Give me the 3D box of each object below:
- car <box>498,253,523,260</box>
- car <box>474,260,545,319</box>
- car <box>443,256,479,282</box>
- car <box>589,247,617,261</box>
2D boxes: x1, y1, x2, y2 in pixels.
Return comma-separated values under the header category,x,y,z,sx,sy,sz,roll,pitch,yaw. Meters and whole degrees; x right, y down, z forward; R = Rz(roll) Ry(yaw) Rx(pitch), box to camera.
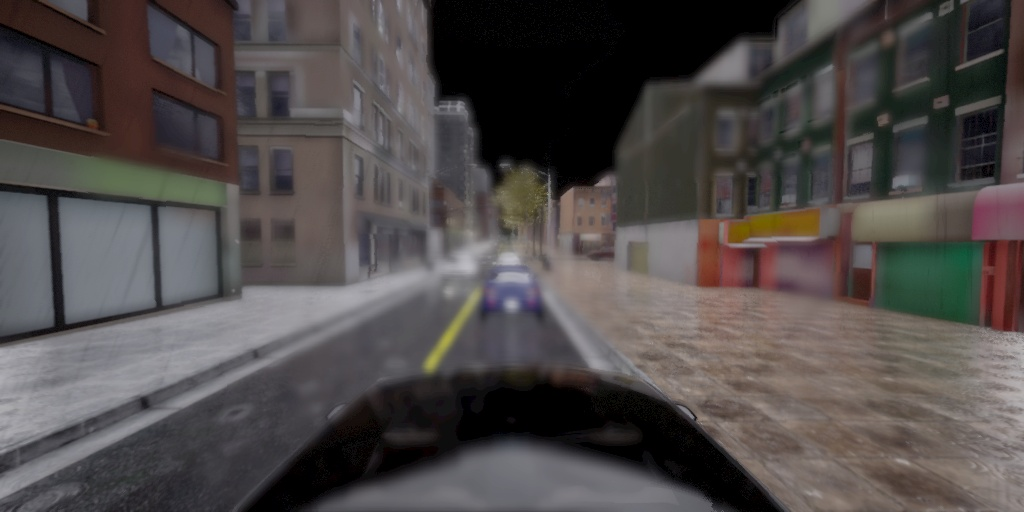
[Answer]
category,x,y,z,sx,sy,sz,roll,pitch,yaw
car,-0.131,0.497,28.234,1.812,1.442,4.674,0,2,0
car,-0.007,1.017,11.451,1.812,1.442,4.674,0,2,0
car,-3.001,0.713,21.985,1.812,1.442,4.674,0,2,0
car,12.349,-0.243,45.647,5.009,1.841,2.192,0,0,-1
